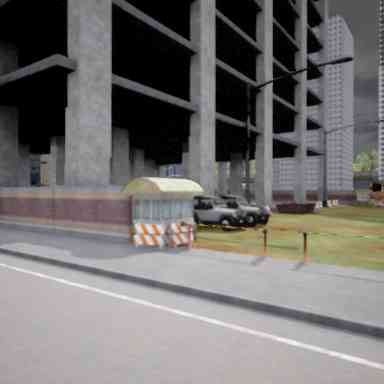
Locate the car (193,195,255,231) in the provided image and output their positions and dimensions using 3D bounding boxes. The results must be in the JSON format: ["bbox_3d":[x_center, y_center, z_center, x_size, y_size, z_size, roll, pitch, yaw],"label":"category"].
[{"bbox_3d":[1.248,1.144,19.045,3.866,1.878,1.905,0,0,36],"label":"car"}]

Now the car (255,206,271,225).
[{"bbox_3d":[2.970,1.144,21.430,3.866,1.878,1.905,0,0,36],"label":"car"}]
